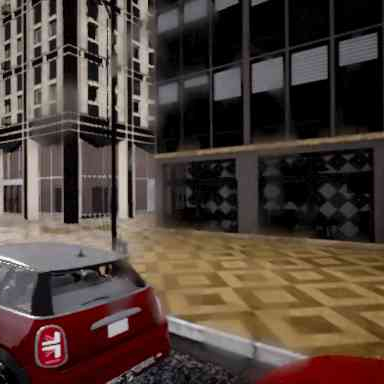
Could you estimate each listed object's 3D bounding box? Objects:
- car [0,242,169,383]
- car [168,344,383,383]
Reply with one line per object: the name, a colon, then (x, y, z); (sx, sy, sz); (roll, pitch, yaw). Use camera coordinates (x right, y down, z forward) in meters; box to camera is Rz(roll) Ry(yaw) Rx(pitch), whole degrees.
car: (-2.342, 1.410, 4.562); (4.097, 1.590, 1.967); (0, -1, 36)
car: (2.257, 1.553, 1.279); (4.507, 1.381, 1.887); (0, -1, 36)
